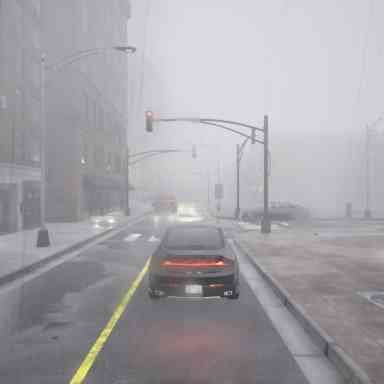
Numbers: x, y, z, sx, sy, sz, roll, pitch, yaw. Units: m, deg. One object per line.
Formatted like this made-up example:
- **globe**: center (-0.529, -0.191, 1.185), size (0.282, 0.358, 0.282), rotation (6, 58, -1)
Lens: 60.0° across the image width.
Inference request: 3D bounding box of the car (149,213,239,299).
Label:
- **car**: center (0.060, 1.505, 8.409), size (1.837, 1.490, 4.892), rotation (0, 0, 1)

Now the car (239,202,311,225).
- **car**: center (5.795, 1.469, 23.344), size (4.902, 1.511, 2.128), rotation (0, 0, -6)

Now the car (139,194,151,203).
- **car**: center (-8.388, 1.294, 70.081), size (5.566, 2.045, 2.150), rotation (0, 0, 9)

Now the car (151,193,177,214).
- **car**: center (-2.827, 1.232, 36.506), size (2.150, 2.045, 5.566), rotation (0, 0, 1)
